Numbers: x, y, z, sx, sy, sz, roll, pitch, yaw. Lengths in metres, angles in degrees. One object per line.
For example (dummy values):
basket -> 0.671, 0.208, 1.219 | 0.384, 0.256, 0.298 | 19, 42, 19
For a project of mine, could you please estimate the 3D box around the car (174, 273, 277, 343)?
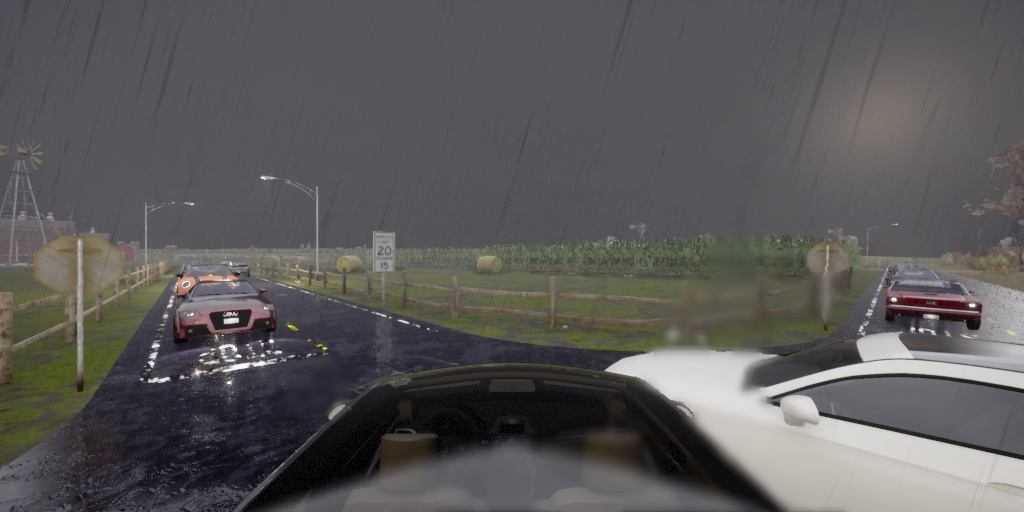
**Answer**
car -> -8.022, 1.359, 9.970 | 1.994, 1.385, 4.181 | 0, 0, -43

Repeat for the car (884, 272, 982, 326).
car -> 13.423, 1.397, 11.627 | 4.718, 1.301, 1.895 | 0, 1, -44

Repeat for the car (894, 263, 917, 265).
car -> 27.146, 1.401, 24.563 | 4.181, 1.385, 1.994 | 0, 1, -43

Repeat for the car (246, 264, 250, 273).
car -> -27.281, 1.298, 35.519 | 2.128, 1.511, 4.902 | 0, 0, -42

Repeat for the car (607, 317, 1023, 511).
car -> 2.822, 1.293, 2.475 | 1.812, 1.442, 4.674 | 0, 1, -44

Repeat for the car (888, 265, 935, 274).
car -> 20.445, 1.363, 18.251 | 5.357, 1.411, 2.033 | 0, 1, -43

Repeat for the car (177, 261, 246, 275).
car -> -13.853, 1.147, 16.404 | 2.097, 1.767, 4.553 | 0, 0, -42
